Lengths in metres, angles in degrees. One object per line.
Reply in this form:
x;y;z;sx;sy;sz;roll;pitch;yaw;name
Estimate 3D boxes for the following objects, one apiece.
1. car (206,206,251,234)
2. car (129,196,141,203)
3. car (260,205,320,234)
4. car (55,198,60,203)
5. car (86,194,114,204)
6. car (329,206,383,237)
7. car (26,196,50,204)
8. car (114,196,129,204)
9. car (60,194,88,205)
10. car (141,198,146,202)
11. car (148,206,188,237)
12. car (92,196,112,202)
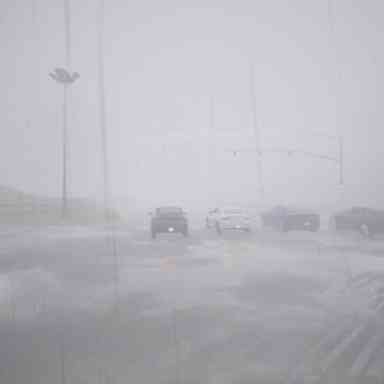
2.034;1.536;19.399;1.812;1.442;4.674;0;0;-8;car
-13.858;1.619;69.959;5.357;1.411;2.033;0;0;35;car
5.552;1.481;19.467;1.882;1.535;5.008;0;0;-8;car
-26.252;1.549;69.362;4.892;1.490;1.837;0;0;21;car
-17.795;1.608;64.154;4.674;1.442;1.812;0;0;35;car
9.292;1.499;17.947;1.837;1.490;4.892;0;0;-7;car
-31.294;1.589;67.619;5.008;1.535;1.882;0;0;18;car
-15.586;1.558;66.867;5.008;1.535;1.882;0;0;35;car
-22.072;1.568;62.966;5.008;1.535;1.882;0;0;32;car
-12.501;1.674;73.313;4.718;1.301;1.895;0;0;35;car
-1.328;1.521;18.191;1.837;1.490;4.892;0;0;-8;car
-21.189;1.573;78.583;4.181;1.385;1.994;0;0;25;car
